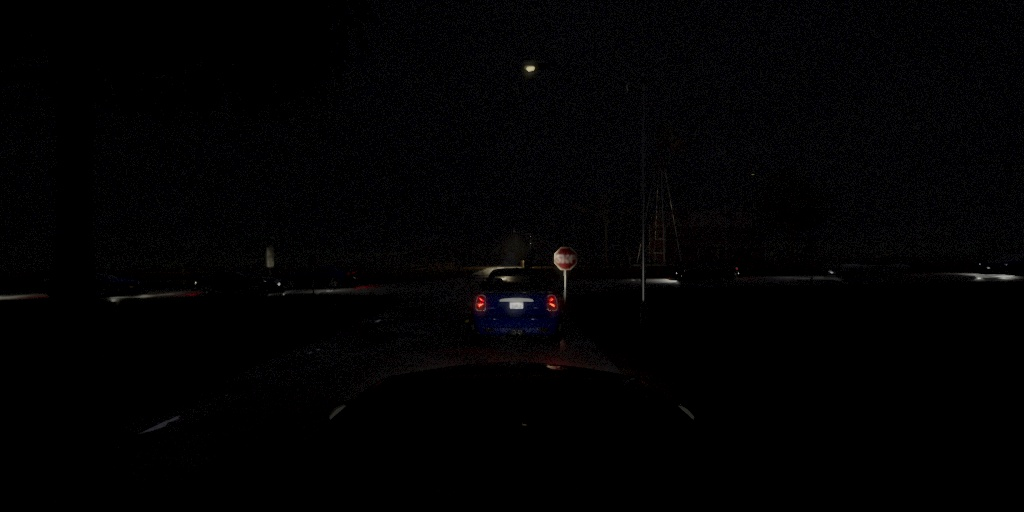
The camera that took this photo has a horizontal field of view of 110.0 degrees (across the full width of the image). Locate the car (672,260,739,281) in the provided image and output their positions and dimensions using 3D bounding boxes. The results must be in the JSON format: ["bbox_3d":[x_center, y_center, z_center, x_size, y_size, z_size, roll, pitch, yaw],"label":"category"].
[{"bbox_3d":[13.751,1.009,25.609,4.181,1.385,1.994,-1,1,0],"label":"car"}]

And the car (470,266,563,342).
[{"bbox_3d":[0.103,1.103,9.939,2.097,1.767,4.553,0,0,0],"label":"car"}]

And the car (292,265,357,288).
[{"bbox_3d":[-13.791,1.452,25.761,5.008,1.535,1.882,-1,1,0],"label":"car"}]

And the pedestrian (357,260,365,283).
[{"bbox_3d":[-12.145,1.211,28.771,0.375,1.860,0.375,0,2,0],"label":"pedestrian"}]

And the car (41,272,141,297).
[{"bbox_3d":[-26.760,1.743,22.884,5.008,1.535,1.882,-1,1,1],"label":"car"}]

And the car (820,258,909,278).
[{"bbox_3d":[24.986,0.821,25.542,4.718,1.301,1.895,-1,1,0],"label":"car"}]

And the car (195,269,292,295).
[{"bbox_3d":[-17.288,1.583,22.829,4.902,1.511,2.128,-1,1,0],"label":"car"}]

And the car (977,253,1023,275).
[{"bbox_3d":[36.183,0.516,25.458,4.674,1.442,1.812,-1,1,1],"label":"car"}]
